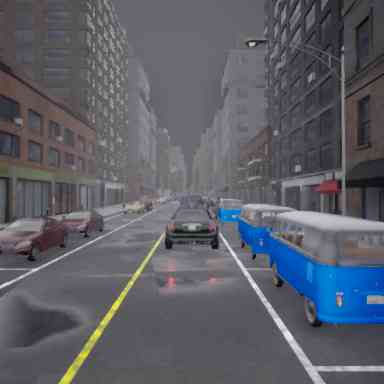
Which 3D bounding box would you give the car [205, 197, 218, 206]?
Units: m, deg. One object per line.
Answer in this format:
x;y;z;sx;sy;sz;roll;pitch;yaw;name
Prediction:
3.149;1.559;54.733;1.812;1.442;4.674;0;0;0;car

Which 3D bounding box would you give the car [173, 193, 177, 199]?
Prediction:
-3.000;1.238;76.686;2.150;2.045;5.566;0;0;0;car

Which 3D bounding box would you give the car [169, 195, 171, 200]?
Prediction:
-5.851;1.603;67.104;2.008;1.369;4.403;0;0;0;car

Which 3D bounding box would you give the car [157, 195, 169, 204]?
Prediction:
-5.851;1.568;61.441;1.752;1.417;4.829;0;0;0;car

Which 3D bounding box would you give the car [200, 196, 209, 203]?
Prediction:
2.675;1.607;72.604;1.887;1.381;4.507;0;0;0;car

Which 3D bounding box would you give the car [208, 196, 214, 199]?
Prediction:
3.113;1.377;47.703;2.097;1.767;4.553;0;0;0;car

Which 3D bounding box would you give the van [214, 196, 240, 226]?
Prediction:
2.683;1.347;23.181;1.690;1.788;3.998;1;0;0;van

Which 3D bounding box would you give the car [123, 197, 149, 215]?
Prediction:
-5.850;1.538;33.976;1.752;1.417;4.829;1;0;0;car

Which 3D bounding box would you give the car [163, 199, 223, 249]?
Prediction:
0.000;1.369;14.621;2.097;1.767;4.553;0;0;0;car

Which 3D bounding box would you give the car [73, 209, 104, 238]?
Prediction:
-5.850;1.585;17.666;1.802;1.307;4.206;1;0;0;car

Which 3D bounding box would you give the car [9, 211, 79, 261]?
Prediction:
-5.850;1.583;12.174;1.802;1.307;4.206;1;0;0;car

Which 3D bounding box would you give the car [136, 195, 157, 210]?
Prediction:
-5.848;1.332;39.639;2.192;1.841;5.009;1;0;0;car

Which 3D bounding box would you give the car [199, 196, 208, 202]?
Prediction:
2.675;1.623;78.095;2.008;1.369;4.403;0;0;0;car

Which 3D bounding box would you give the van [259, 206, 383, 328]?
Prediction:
2.685;1.341;6.706;1.690;1.788;3.998;1;0;0;van

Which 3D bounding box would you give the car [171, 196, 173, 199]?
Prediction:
-5.850;1.502;72.596;1.967;1.590;4.097;0;0;0;car

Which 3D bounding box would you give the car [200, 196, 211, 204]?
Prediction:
2.676;1.597;67.112;1.887;1.381;4.507;0;0;0;car

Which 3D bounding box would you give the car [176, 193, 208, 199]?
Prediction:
0.000;1.269;29.682;2.150;2.045;5.566;0;0;0;car

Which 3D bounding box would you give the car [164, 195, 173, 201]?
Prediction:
-5.851;1.524;83.583;1.967;1.590;4.097;0;0;0;car

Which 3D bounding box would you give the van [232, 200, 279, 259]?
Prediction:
2.685;1.342;12.198;1.690;1.788;3.998;1;0;0;van

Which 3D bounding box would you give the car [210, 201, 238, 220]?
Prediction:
2.681;1.560;28.673;2.008;1.369;4.403;1;0;0;car

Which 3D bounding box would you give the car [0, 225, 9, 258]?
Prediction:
-5.849;1.525;6.511;1.752;1.417;4.829;1;0;0;car
